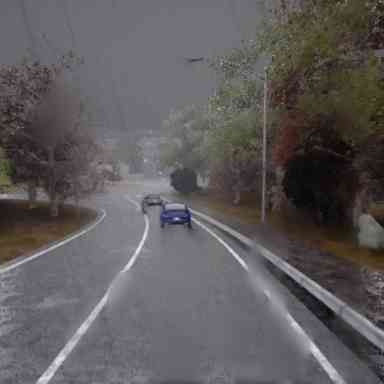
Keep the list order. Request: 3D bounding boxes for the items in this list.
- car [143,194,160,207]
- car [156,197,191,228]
[{"bbox_3d":[-4.622,0.869,39.018,1.994,1.385,4.181,-1,4,-15],"label":"car"},{"bbox_3d":[-1.211,1.398,21.999,1.882,1.535,5.008,-1,1,-7],"label":"car"}]
